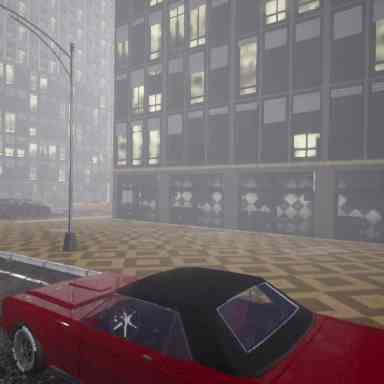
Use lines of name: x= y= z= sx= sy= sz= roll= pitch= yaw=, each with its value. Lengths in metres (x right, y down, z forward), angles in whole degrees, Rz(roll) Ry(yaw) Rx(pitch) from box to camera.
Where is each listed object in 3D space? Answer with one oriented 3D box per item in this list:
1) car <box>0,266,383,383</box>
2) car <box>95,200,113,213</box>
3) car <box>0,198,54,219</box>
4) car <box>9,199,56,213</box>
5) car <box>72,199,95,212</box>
car: x=-0.285 y=1.600 z=3.895 sx=4.718 sy=1.301 sz=1.895 roll=0 pitch=0 yaw=36
car: x=-8.844 y=1.829 z=39.922 sx=1.752 sy=1.417 sz=4.829 roll=1 pitch=0 yaw=37
car: x=-15.671 y=1.519 z=30.733 sx=2.192 sy=1.841 sz=5.009 roll=1 pitch=0 yaw=37
car: x=-19.138 y=1.642 z=40.119 sx=1.752 sy=1.417 sz=4.829 roll=1 pitch=0 yaw=37
car: x=-13.489 y=1.689 z=43.358 sx=1.882 sy=1.535 sz=5.008 roll=1 pitch=0 yaw=36
